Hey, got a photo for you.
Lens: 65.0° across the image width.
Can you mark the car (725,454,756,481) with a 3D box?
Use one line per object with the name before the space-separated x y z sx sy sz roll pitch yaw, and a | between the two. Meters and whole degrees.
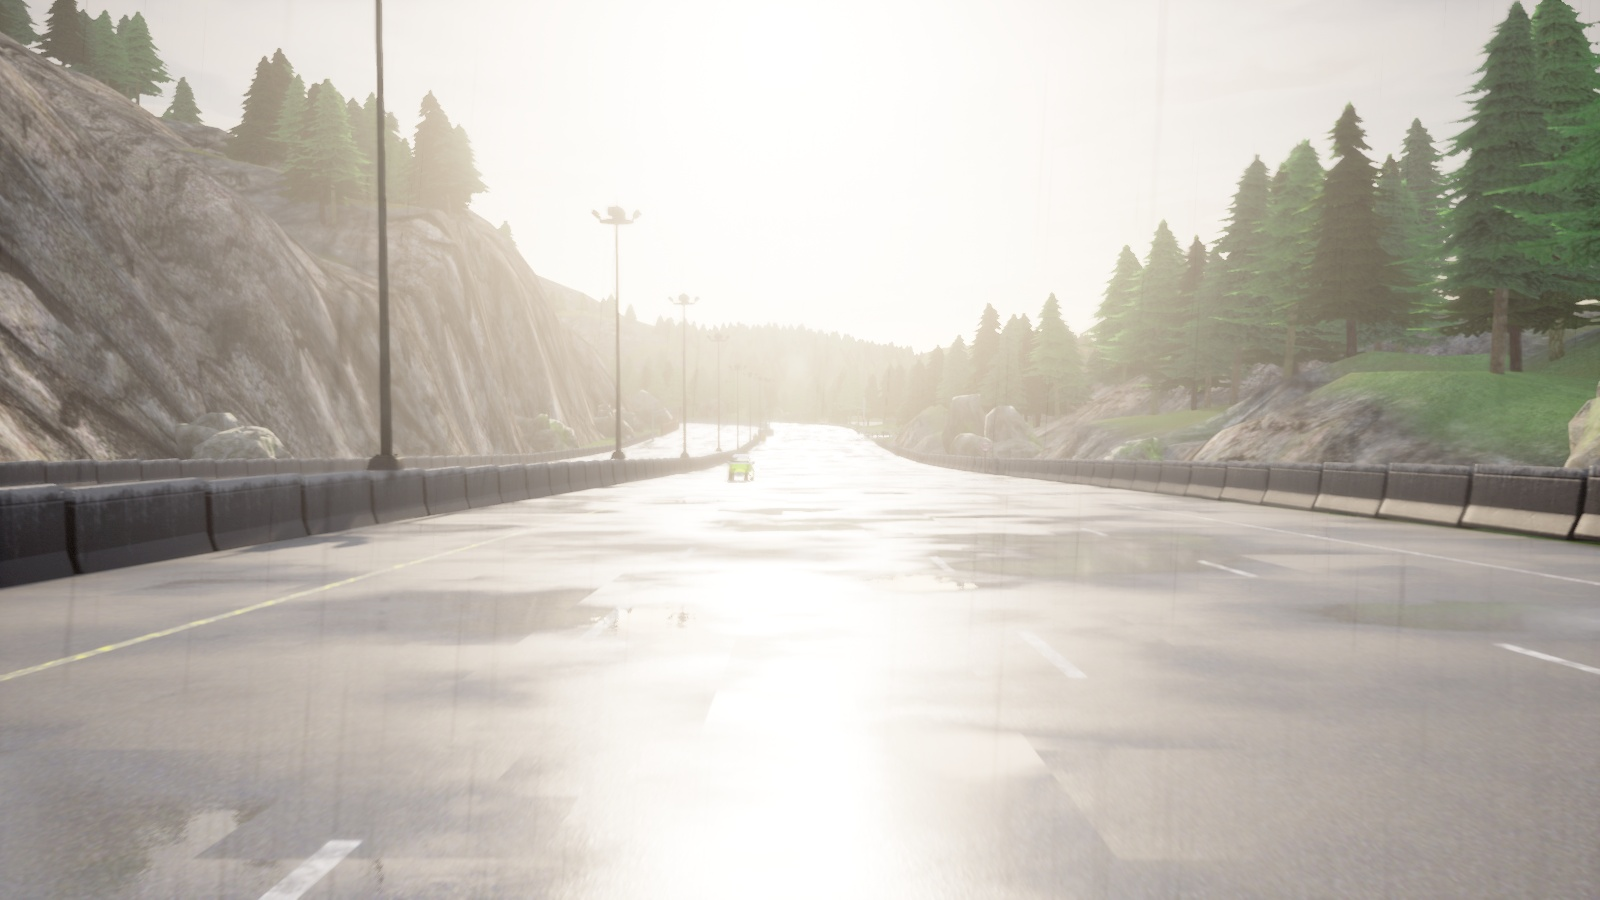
car | -3.128 0.908 66.136 1.481 1.376 2.207 0 0 0
